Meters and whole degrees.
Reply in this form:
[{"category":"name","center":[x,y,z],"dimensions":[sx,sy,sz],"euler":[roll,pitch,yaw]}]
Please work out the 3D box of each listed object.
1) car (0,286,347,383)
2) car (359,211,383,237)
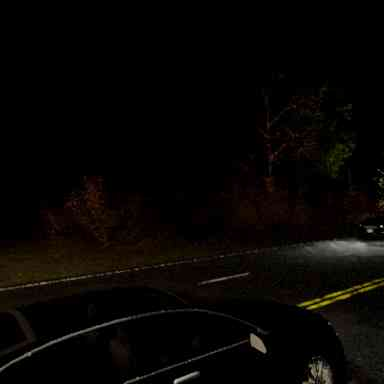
[{"category":"car","center":[-0.541,1.677,3.102],"dimensions":[4.892,1.490,1.837],"euler":[-3,-5,-36]},{"category":"car","center":[12.038,1.921,20.218],"dimensions":[4.902,1.511,2.128],"euler":[0,-2,-35]}]
